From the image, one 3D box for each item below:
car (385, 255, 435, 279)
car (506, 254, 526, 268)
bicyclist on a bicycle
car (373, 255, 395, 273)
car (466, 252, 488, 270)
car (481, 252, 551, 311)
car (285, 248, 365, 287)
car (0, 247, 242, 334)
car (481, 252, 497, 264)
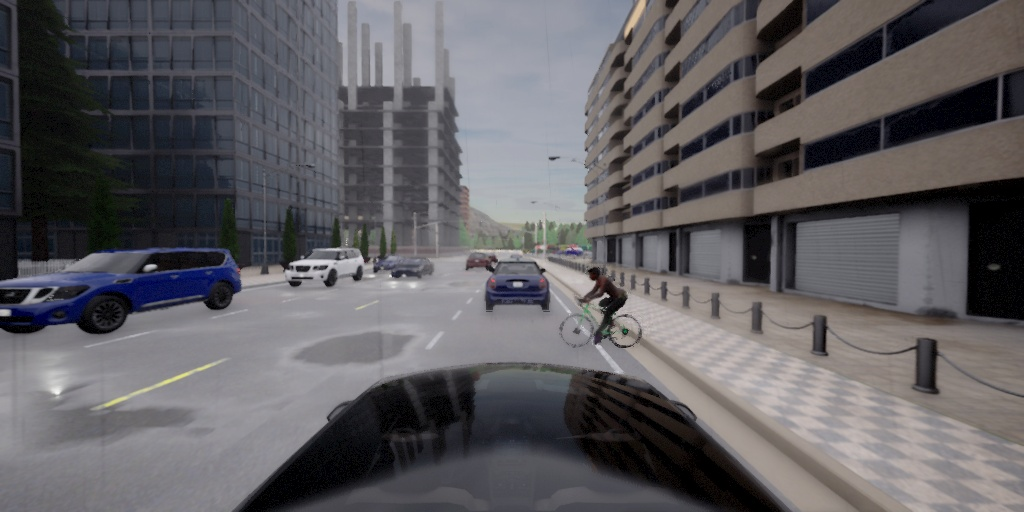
[{"bbox_3d":[-6.786,0.816,25.263,2.033,1.411,5.357,0,1,1],"label":"car"},{"bbox_3d":[0.435,0.519,39.452,1.994,1.385,4.181,0,1,1],"label":"car"},{"bbox_3d":[1.787,1.045,7.181,1.656,1.620,0.582,1,1,1],"label":"bicyclist on a bicycle"},{"bbox_3d":[-10.285,0.638,30.828,1.812,1.442,4.674,0,1,1],"label":"car"},{"bbox_3d":[-3.133,0.403,34.520,2.097,1.767,4.553,0,1,1],"label":"car"},{"bbox_3d":[0.199,0.860,13.215,2.097,1.767,4.553,0,1,1],"label":"car"},{"bbox_3d":[-10.430,0.550,20.566,2.150,2.045,5.566,0,1,0],"label":"car"},{"bbox_3d":[-10.529,0.768,10.206,2.150,2.045,5.566,0,1,1],"label":"car"},{"bbox_3d":[-3.048,0.235,48.467,1.882,1.535,5.008,0,1,0],"label":"car"}]
